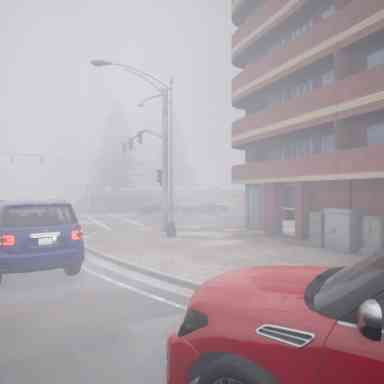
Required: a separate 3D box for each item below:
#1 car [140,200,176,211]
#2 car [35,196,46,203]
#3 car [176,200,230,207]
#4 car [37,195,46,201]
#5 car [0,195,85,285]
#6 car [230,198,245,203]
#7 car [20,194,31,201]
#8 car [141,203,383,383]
[{"bbox_3d":[-3.344,1.580,36.126,4.674,1.442,1.812,0,0,-23],"label":"car"},{"bbox_3d":[-33.275,1.538,72.982,2.033,1.411,5.357,0,0,-23],"label":"car"},{"bbox_3d":[1.115,1.656,34.215,4.718,1.301,1.895,0,0,-23],"label":"car"},{"bbox_3d":[-37.309,1.476,82.452,1.882,1.535,5.008,0,0,-23],"label":"car"},{"bbox_3d":[-4.917,1.221,9.767,2.150,2.045,5.566,0,0,-36],"label":"car"},{"bbox_3d":[5.178,1.533,39.703,5.008,1.535,1.882,0,0,-23],"label":"car"},{"bbox_3d":[-40.482,1.353,80.970,2.097,1.767,4.553,0,0,-23],"label":"car"},{"bbox_3d":[2.392,1.221,2.420,5.566,2.045,2.150,0,0,36],"label":"car"}]
